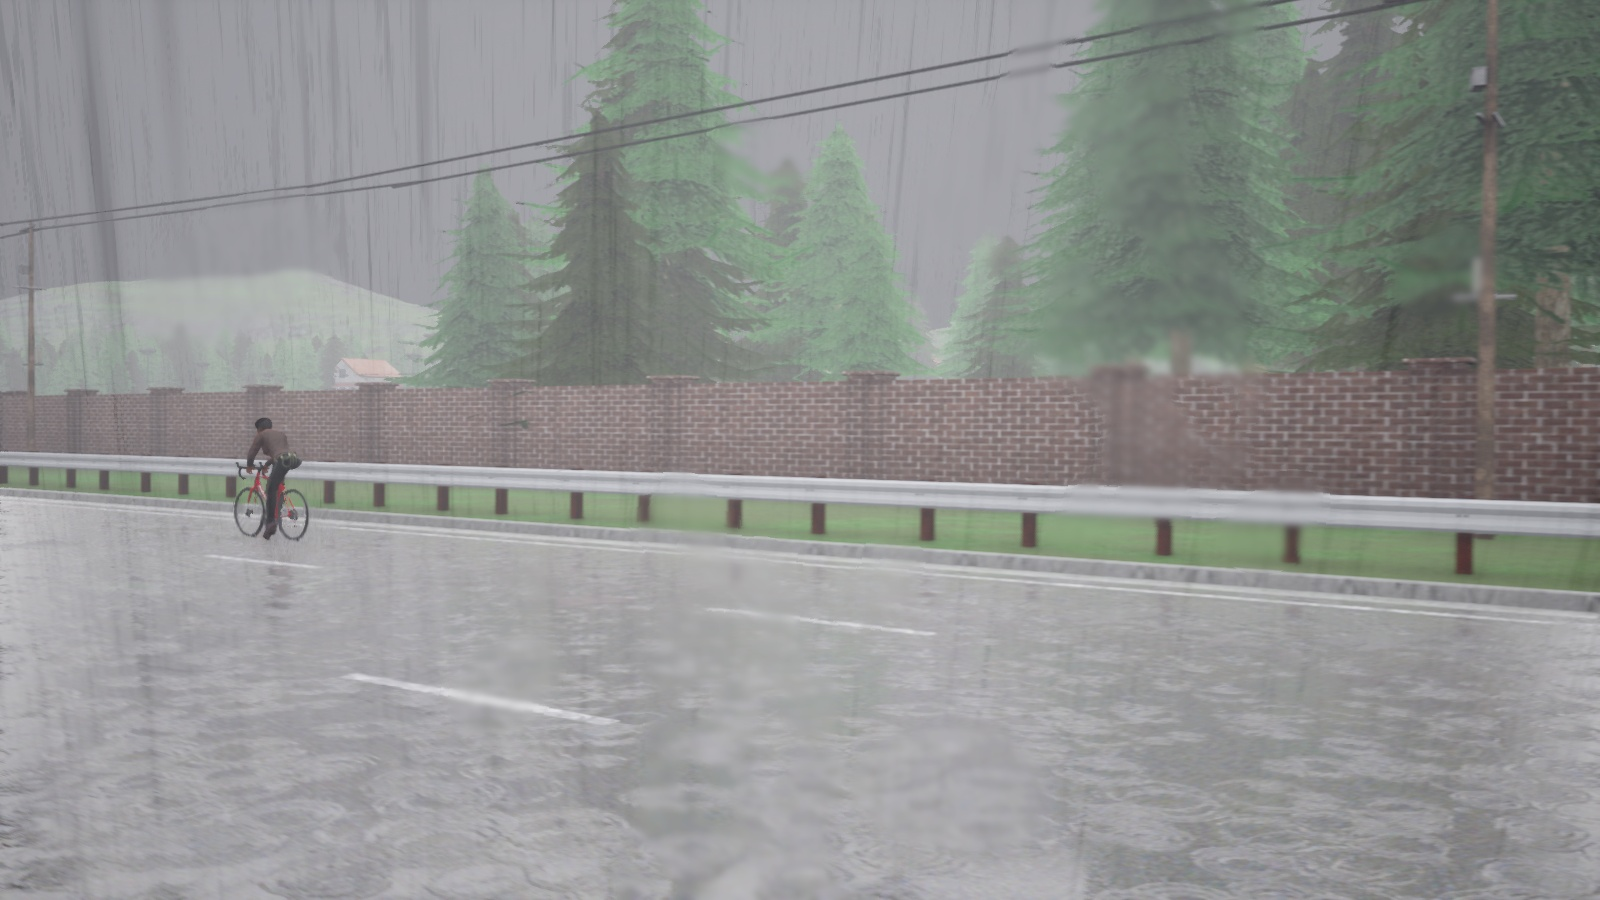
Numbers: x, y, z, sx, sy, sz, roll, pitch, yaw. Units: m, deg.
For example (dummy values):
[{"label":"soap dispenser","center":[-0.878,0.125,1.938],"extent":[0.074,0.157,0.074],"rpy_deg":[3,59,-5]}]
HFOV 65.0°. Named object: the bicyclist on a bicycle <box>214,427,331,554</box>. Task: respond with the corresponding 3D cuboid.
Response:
[{"label":"bicyclist on a bicycle","center":[-7.023,0.520,16.690],"extent":[1.656,1.620,0.582],"rpy_deg":[0,1,34]}]
